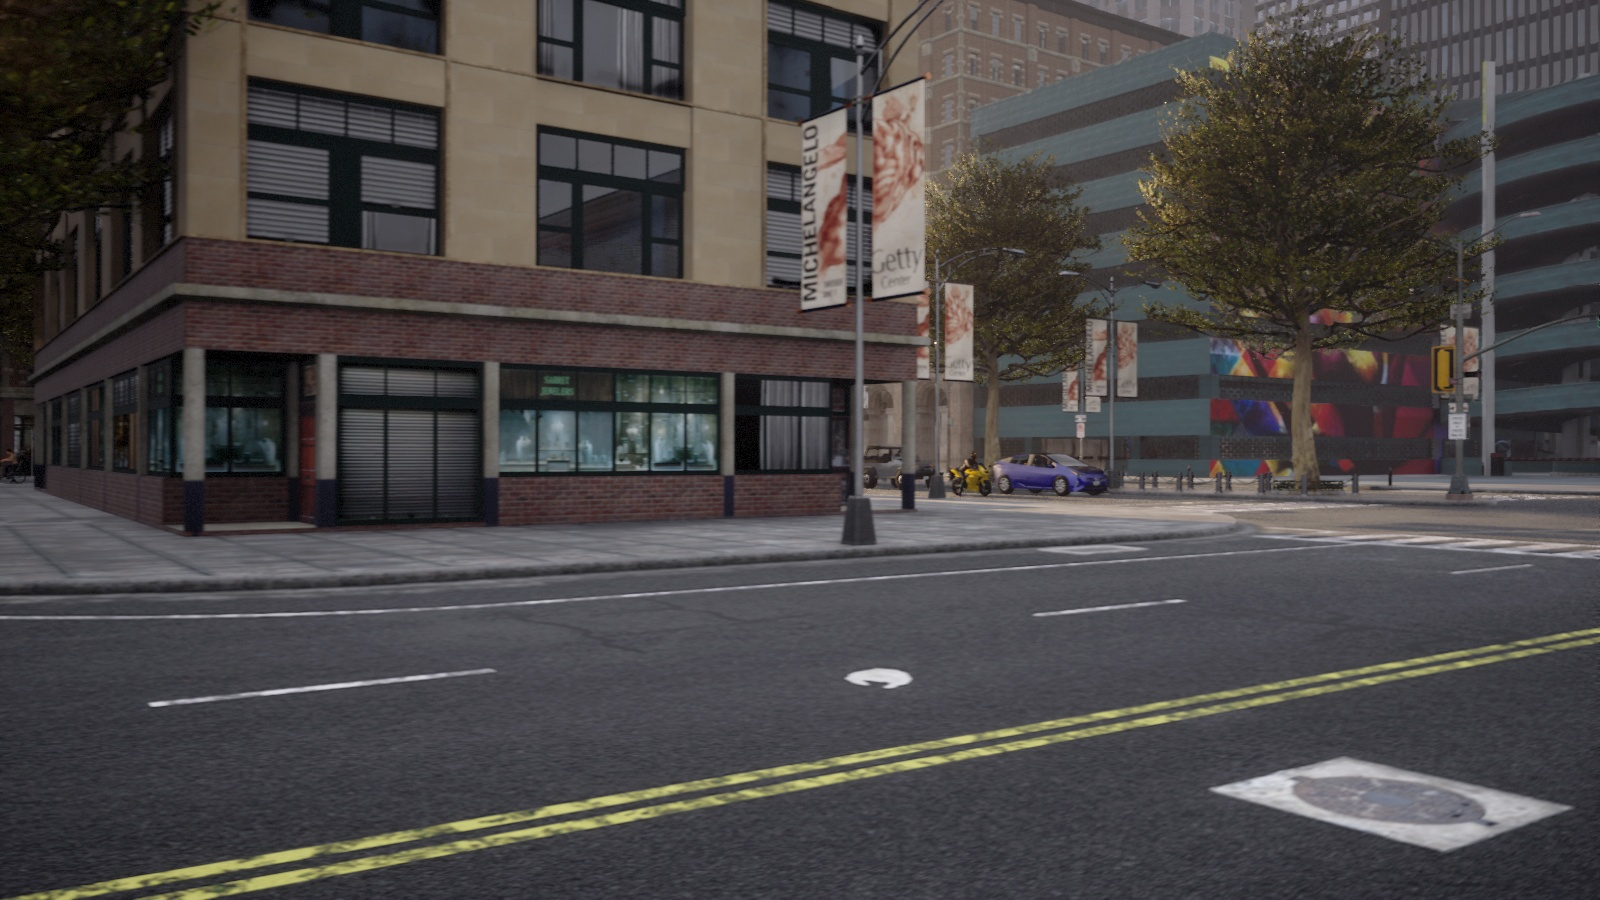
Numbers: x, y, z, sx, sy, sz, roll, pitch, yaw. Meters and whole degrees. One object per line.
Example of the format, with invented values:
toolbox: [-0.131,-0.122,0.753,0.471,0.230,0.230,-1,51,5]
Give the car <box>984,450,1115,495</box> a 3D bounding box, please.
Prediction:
car: [8.966,0.784,45.460,2.007,1.525,4.514,0,0,-35]

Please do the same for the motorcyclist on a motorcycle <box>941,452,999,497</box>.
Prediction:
motorcyclist on a motorcycle: [5.899,0.821,43.653,0.797,1.523,2.044,0,0,-35]

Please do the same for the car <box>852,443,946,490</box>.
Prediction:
car: [4.090,0.660,52.328,1.905,1.878,3.866,0,0,-34]
